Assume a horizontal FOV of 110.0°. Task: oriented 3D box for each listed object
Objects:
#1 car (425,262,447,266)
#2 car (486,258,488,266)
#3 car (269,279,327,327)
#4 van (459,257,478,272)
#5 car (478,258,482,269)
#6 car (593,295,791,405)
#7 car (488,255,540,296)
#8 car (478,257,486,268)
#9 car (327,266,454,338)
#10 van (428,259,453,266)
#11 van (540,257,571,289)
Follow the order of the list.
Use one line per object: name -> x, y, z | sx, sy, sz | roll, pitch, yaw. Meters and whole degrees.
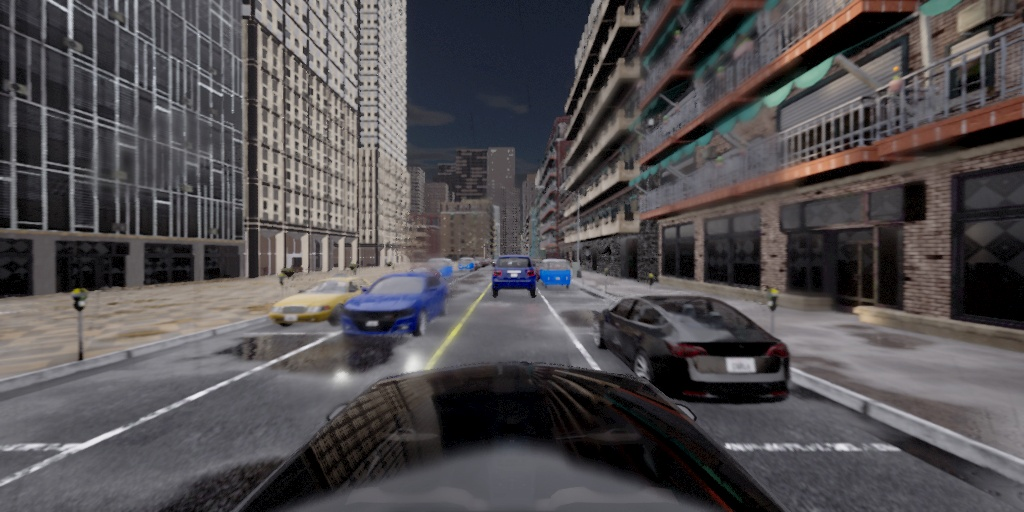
car -> -5.692, 1.300, 22.869 | 1.888, 1.381, 4.507 | 0, 0, 0
car -> -5.693, 1.097, 61.562 | 2.192, 1.841, 5.009 | 0, 0, 0
car -> -5.693, 1.277, 11.643 | 1.751, 1.417, 4.829 | 0, 0, 0
van -> -5.692, 1.108, 44.979 | 1.690, 1.789, 3.998 | 0, 0, 0
car -> -5.692, 1.354, 50.507 | 1.802, 1.307, 4.207 | 0, 0, 0
car -> 2.688, 1.317, 6.286 | 1.948, 1.339, 4.313 | 0, 0, 0
car -> 0.100, 0.975, 19.265 | 2.150, 2.045, 5.566 | 0, 0, 0
car -> -5.693, 1.327, 56.035 | 2.007, 1.370, 4.403 | 0, 0, 0
car -> -3.093, 1.229, 10.448 | 1.882, 1.535, 5.008 | 0, 0, 0
van -> -5.692, 1.098, 28.397 | 1.690, 1.789, 3.998 | 0, 0, 0
van -> 2.688, 1.096, 22.868 | 1.690, 1.789, 3.998 | 0, 0, 0
